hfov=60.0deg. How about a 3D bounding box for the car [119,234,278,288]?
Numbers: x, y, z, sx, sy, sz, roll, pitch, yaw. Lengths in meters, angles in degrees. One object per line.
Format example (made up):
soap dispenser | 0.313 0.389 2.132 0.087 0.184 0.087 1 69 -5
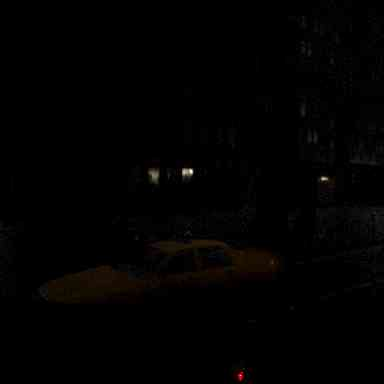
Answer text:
car | -0.424 1.533 6.345 4.829 1.417 1.752 0 0 -35

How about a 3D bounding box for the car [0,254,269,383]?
car | -1.989 1.546 1.958 5.357 1.411 2.033 0 0 -35
